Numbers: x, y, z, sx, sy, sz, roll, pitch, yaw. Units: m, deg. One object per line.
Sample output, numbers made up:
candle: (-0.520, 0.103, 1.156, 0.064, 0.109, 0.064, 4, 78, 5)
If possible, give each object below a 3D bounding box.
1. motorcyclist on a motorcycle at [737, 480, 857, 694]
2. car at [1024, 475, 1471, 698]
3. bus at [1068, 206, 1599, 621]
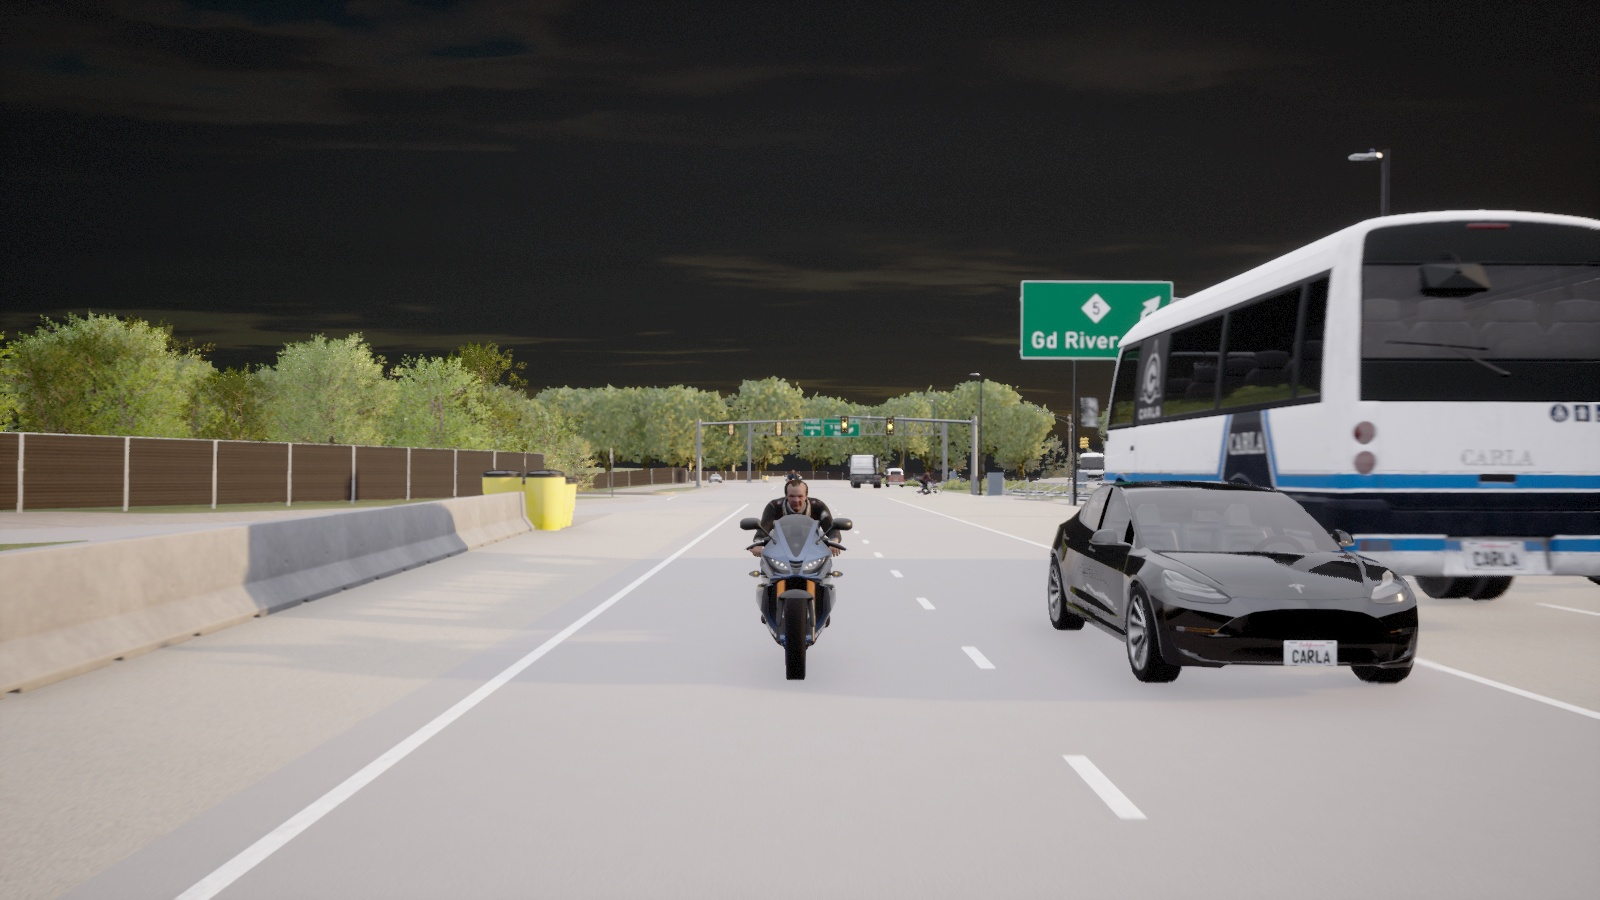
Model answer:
motorcyclist on a motorcycle: (-0.024, 1.016, 10.209, 0.866, 1.530, 2.191, 0, -1, 0)
car: (3.475, 0.979, 10.943, 2.163, 1.488, 4.792, 0, -1, 0)
bus: (6.952, -0.298, 18.059, 3.944, 4.253, 10.273, 0, -1, 0)
